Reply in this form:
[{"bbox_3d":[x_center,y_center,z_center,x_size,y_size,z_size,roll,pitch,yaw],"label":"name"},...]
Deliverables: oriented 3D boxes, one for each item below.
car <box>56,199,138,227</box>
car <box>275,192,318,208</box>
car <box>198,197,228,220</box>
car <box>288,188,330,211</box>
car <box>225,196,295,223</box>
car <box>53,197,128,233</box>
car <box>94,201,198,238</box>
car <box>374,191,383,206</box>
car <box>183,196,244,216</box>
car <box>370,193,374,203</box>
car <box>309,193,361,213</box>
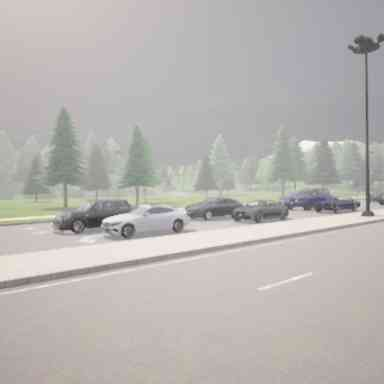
[{"bbox_3d":[-6.338,1.323,22.566,5.008,1.535,1.882,-2,1,-38],"label":"car"},{"bbox_3d":[11.513,0.860,36.585,4.902,1.511,2.128,-2,1,-38],"label":"car"},{"bbox_3d":[1.767,1.187,24.494,4.892,1.490,1.837,-2,1,-38],"label":"car"},{"bbox_3d":[11.243,0.650,31.939,5.566,2.045,2.150,-1,1,-37],"label":"car"},{"bbox_3d":[4.603,1.222,22.282,4.181,1.385,1.994,-2,1,-39],"label":"car"},{"bbox_3d":[-5.405,1.226,18.847,4.553,1.767,2.097,-2,1,-38],"label":"car"},{"bbox_3d":[-2.241,1.367,16.883,4.674,1.442,1.812,-2,1,-38],"label":"car"},{"bbox_3d":[22.366,0.400,36.126,5.566,2.045,2.150,-3,2,-39],"label":"car"},{"bbox_3d":[1.985,1.171,29.118,5.357,1.411,2.033,-2,1,-38],"label":"car"},{"bbox_3d":[23.622,0.661,41.465,4.892,1.490,1.837,-2,1,-38],"label":"car"},{"bbox_3d":[12.409,1.051,28.405,4.718,1.301,1.895,-2,1,-38],"label":"car"}]
